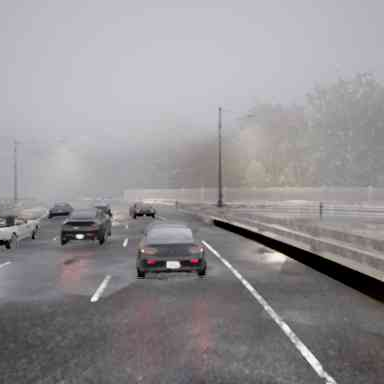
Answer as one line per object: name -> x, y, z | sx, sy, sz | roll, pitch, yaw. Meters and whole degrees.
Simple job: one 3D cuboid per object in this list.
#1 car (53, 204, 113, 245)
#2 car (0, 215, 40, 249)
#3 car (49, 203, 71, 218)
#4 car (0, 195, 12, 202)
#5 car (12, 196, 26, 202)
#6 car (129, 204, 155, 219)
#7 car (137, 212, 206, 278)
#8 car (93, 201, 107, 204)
car -> -4.985, 1.567, 16.026 | 1.837, 1.490, 4.892 | 0, 0, -9
car -> -8.263, 1.661, 14.568 | 1.895, 1.301, 4.718 | 0, 0, -8
car -> -12.317, 1.687, 31.401 | 1.994, 1.385, 4.181 | 0, 0, -18
car -> -46.970, 1.551, 81.551 | 4.553, 1.767, 2.097 | 0, 0, 37
car -> -44.813, 1.679, 84.305 | 5.008, 1.535, 1.882 | 0, 0, 37
car -> -4.684, 1.712, 30.630 | 1.895, 1.301, 4.718 | 0, 0, -16
car -> -0.681, 1.562, 10.198 | 1.812, 1.442, 4.674 | 0, 0, -6
car -> -8.991, 1.649, 32.519 | 1.812, 1.442, 4.674 | 0, 0, -18
